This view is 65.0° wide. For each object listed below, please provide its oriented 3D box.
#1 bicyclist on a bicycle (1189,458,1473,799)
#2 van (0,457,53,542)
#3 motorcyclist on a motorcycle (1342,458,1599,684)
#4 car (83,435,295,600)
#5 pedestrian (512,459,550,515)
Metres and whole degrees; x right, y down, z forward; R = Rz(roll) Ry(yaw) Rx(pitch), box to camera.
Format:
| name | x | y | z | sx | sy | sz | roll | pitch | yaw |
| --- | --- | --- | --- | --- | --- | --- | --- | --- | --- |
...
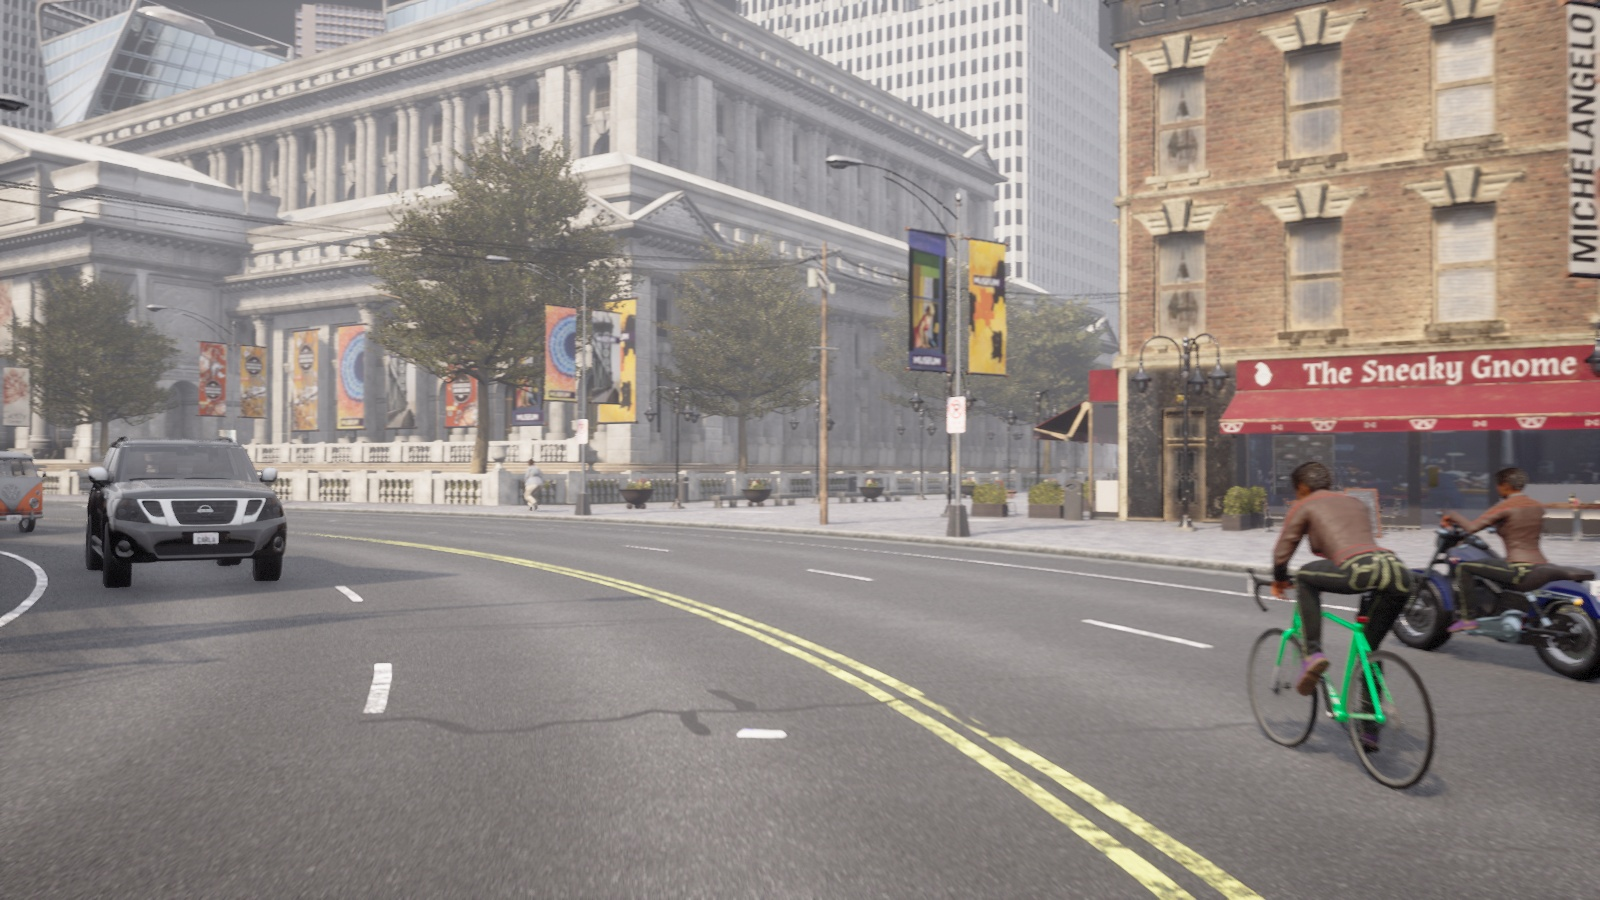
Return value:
| name | x | y | z | sx | sy | sz | roll | pitch | yaw |
| --- | --- | --- | --- | --- | --- | --- | --- | --- | --- |
| bicyclist on a bicycle | 2.813 | 0.868 | 6.861 | 0.582 | 1.620 | 1.656 | -1 | -1 | -10 |
| van | -20.219 | 1.184 | 30.690 | 4.442 | 1.987 | 1.775 | -1 | -1 | 36 |
| motorcyclist on a motorcycle | 5.631 | 0.912 | 10.446 | 0.766 | 1.649 | 2.350 | 0 | -1 | -14 |
| car | -9.144 | 0.890 | 18.488 | 2.150 | 2.045 | 5.566 | 0 | -1 | -33 |
| pedestrian | -9.057 | 1.225 | 42.223 | 0.900 | 1.855 | 0.874 | -1 | -1 | 36 |
